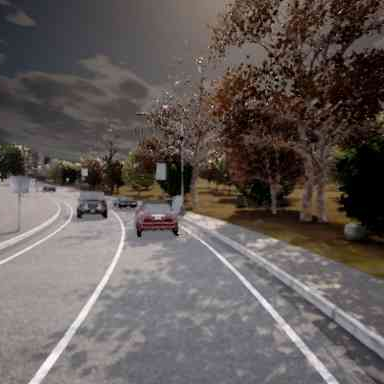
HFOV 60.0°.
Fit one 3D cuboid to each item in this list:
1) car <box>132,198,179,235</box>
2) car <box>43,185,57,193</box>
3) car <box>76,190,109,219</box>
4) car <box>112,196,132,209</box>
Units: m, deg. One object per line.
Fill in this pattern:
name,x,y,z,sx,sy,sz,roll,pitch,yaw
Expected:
car,-2.041,1.250,18.233,2.097,1.767,4.553,0,1,-11
car,-27.011,-0.677,63.032,2.033,1.411,5.357,2,2,-32
car,-7.821,0.908,26.108,2.150,2.045,5.566,1,1,-18
car,-7.161,1.096,35.100,1.895,1.301,4.718,1,1,-22
